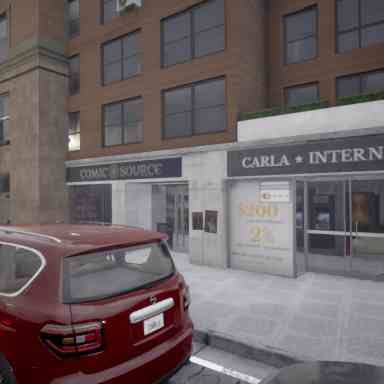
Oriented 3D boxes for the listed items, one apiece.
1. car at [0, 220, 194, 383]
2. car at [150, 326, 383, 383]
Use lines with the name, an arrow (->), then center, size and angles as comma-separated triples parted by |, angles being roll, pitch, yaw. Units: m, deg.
car -> -2.301, 1.318, 4.497 | 5.009, 1.841, 2.192 | 0, -1, 35
car -> 2.163, 1.550, 1.315 | 4.403, 1.369, 2.008 | 0, -1, 35
